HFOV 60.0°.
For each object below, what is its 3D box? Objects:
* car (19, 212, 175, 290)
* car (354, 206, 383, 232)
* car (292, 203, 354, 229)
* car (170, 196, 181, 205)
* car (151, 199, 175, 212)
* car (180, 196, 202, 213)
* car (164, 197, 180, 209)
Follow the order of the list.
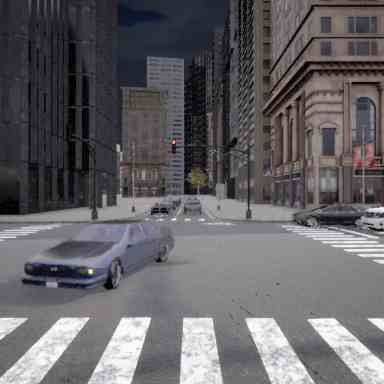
[{"bbox_3d":[-2.092,1.501,9.278,2.033,1.411,5.357,-1,0,16],"label":"car"},{"bbox_3d":[12.061,1.191,17.636,5.566,2.045,2.150,0,0,0],"label":"car"},{"bbox_3d":[8.868,1.510,21.110,4.892,1.490,1.837,0,0,4],"label":"car"},{"bbox_3d":[-3.005,1.597,62.777,1.882,1.535,5.008,0,0,0],"label":"car"},{"bbox_3d":[-3.057,1.644,33.822,1.895,1.301,4.718,0,0,0],"label":"car"},{"bbox_3d":[0.098,1.542,36.815,2.128,1.511,4.902,0,0,0],"label":"car"},{"bbox_3d":[-3.064,1.556,43.218,2.128,1.511,4.902,0,0,0],"label":"car"}]
